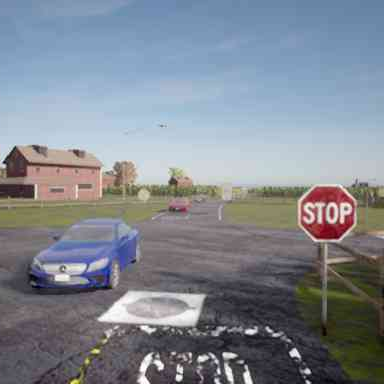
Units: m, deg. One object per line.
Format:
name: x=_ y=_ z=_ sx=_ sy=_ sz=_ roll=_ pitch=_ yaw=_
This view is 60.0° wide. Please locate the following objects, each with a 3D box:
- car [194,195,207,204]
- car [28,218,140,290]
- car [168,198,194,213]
car: x=1.565 y=1.248 z=60.090 sx=1.812 sy=1.442 sz=4.674 roll=0 pitch=0 yaw=8
car: x=-2.596 y=1.486 z=9.126 sx=1.812 sy=1.442 sz=4.674 roll=0 pitch=0 yaw=1
car: x=-1.248 y=1.348 z=34.580 sx=1.882 sy=1.535 sz=5.008 roll=0 pitch=0 yaw=5
